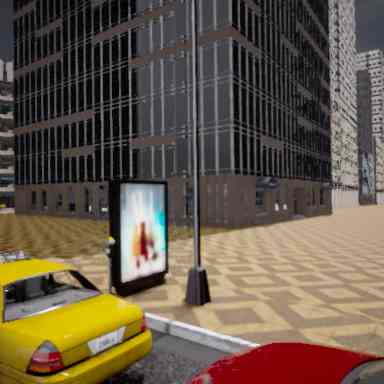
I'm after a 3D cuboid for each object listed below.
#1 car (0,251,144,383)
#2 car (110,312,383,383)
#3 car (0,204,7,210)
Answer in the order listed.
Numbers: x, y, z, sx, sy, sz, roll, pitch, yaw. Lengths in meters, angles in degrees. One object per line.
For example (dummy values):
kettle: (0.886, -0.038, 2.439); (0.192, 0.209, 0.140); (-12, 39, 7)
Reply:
car: (-2.780, 1.558, 4.870); (4.829, 1.417, 1.752); (0, -1, 36)
car: (1.882, 1.540, 1.541); (4.507, 1.381, 1.887); (0, -1, 36)
car: (-33.977, 2.397, 56.080); (1.752, 1.417, 4.829); (-2, -2, 35)
